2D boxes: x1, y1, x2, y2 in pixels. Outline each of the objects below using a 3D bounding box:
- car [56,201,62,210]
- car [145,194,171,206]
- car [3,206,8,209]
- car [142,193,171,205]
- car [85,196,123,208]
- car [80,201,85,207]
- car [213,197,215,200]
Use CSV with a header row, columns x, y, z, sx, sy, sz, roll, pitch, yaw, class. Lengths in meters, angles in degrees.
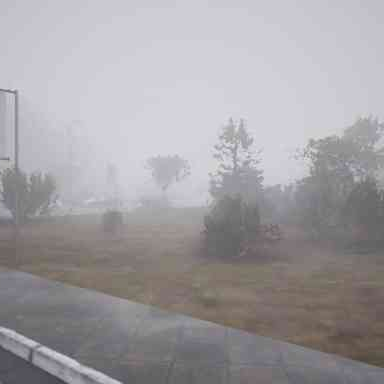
x,y,z,sx,sy,sz,roll,pitch,yaw,class
-17.998,1.521,40.005,1.812,1.442,4.674,0,0,39,car
-5.295,1.229,50.021,2.097,1.767,4.553,0,1,38,car
-20.776,1.542,42.137,2.033,1.411,5.357,0,0,39,car
-5.825,1.175,55.274,2.097,1.767,4.553,0,1,39,car
-12.158,1.423,47.332,1.882,1.535,5.008,0,1,39,car
-14.483,1.465,50.041,1.812,1.442,4.674,0,0,39,car
5.755,1.136,65.224,1.895,1.301,4.718,0,1,32,car
